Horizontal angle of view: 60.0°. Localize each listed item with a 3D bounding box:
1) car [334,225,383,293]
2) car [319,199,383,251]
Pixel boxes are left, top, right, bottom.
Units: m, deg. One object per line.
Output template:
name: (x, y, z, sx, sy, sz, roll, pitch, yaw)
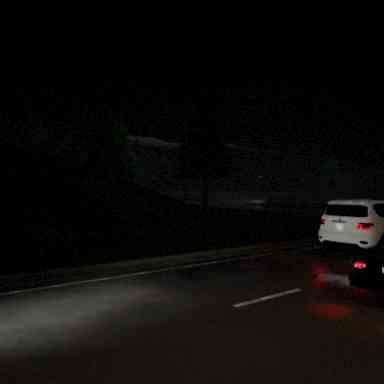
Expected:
car: (5.910, 1.612, 7.968, 5.357, 1.411, 2.033, 0, 0, -35)
car: (7.406, 1.315, 13.325, 5.566, 2.045, 2.150, 1, 0, -35)
